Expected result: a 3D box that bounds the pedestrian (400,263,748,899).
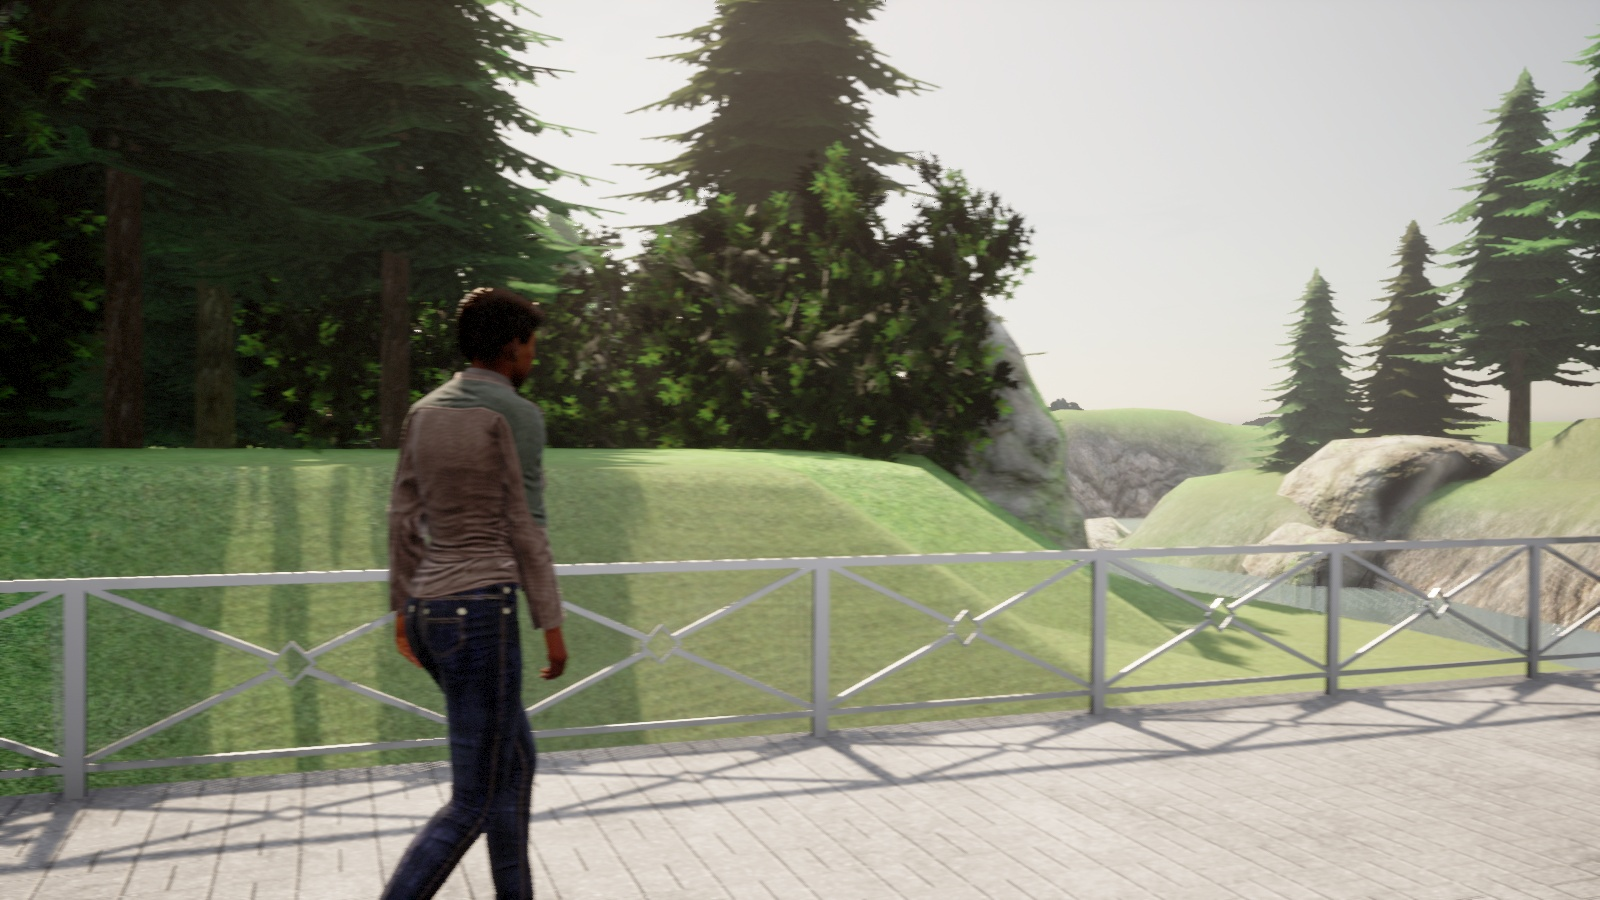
[{"bbox_3d":[-0.572,0.460,3.352,0.328,1.805,0.869,0,1,43],"label":"pedestrian"}]
